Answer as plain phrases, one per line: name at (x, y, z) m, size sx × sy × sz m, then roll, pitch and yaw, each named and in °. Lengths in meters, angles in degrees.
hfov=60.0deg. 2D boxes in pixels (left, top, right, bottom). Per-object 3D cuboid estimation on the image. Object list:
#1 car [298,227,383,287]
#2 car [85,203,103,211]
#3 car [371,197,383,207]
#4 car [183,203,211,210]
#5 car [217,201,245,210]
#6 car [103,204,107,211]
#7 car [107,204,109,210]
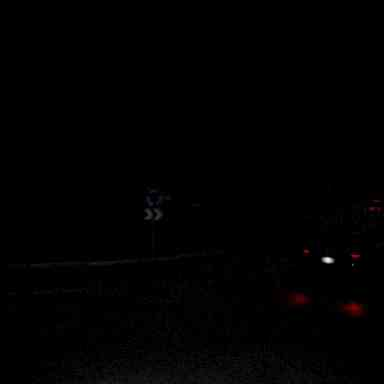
car at (4.958, 1.752, 10.105) m, size 1.994 × 1.385 × 4.181 m, roll -3°, pitch -2°, yaw 45°
car at (-24.961, 3.851, 81.106) m, size 4.892 × 1.521 × 2.231 m, roll 1°, pitch -3°, yaw -25°
car at (30.210, 1.511, 52.250) m, size 4.902 × 1.511 × 2.128 m, roll -4°, pitch -1°, yaw -27°
car at (0.860, 2.592, 58.966) m, size 4.718 × 1.301 × 1.895 m, roll -1°, pitch -3°, yaw 27°
car at (6.082, 2.182, 51.587) m, size 2.128 × 1.511 × 4.902 m, roll 4°, pitch -4°, yaw -45°
car at (-25.208, 3.767, 84.066) m, size 5.566 × 2.045 × 2.435 m, roll 1°, pitch -3°, yaw -24°
car at (-25.366, 3.937, 87.060) m, size 5.566 × 2.045 × 2.435 m, roll 1°, pitch -4°, yaw -24°
